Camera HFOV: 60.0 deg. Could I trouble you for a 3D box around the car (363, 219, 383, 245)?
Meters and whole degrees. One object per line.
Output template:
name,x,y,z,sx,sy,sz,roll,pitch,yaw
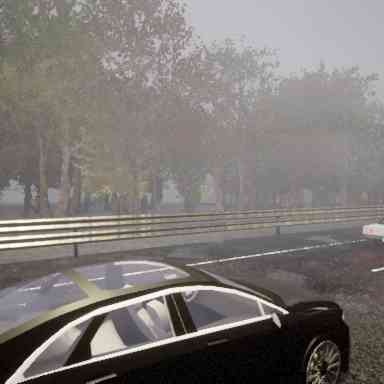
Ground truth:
car,9.404,1.581,14.024,4.718,1.301,1.895,0,0,-32

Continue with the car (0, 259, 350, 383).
car,-0.322,1.489,3.423,4.902,1.511,2.128,0,0,-35
